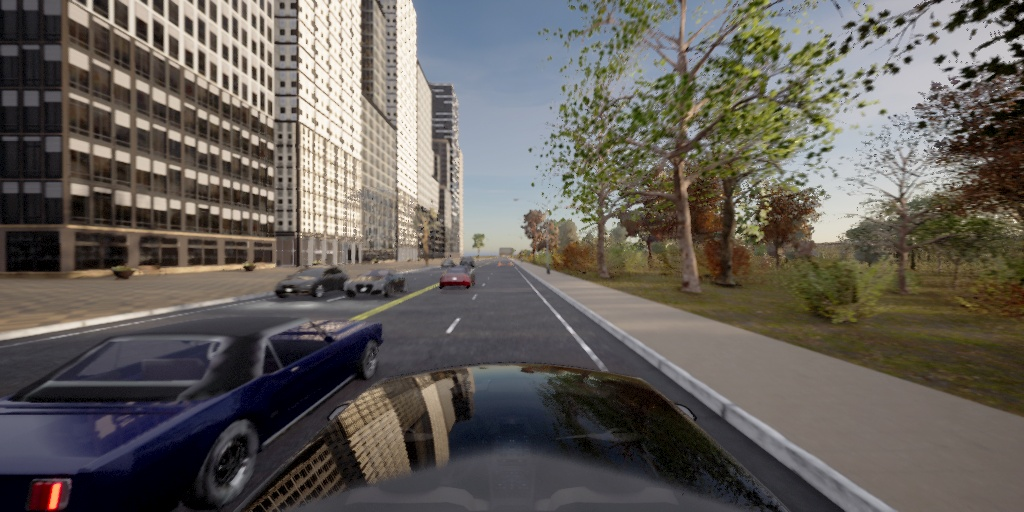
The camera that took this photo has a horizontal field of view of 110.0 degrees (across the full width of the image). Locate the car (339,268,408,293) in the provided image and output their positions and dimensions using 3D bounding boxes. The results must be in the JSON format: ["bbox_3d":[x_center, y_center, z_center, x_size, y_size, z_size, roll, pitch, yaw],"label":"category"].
[{"bbox_3d":[-6.809,1.335,18.426,1.994,1.385,4.181,0,0,-1],"label":"car"}]

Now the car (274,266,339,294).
[{"bbox_3d":[-10.062,1.288,18.513,1.837,1.490,4.892,0,0,-1],"label":"car"}]

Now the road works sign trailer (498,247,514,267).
[{"bbox_3d":[-1.088,0.203,64.677,2.380,3.560,2.880,0,0,-1],"label":"road works sign trailer"}]

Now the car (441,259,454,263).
[{"bbox_3d":[-10.779,1.266,60.364,2.128,1.511,4.902,0,0,-1],"label":"car"}]

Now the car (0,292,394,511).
[{"bbox_3d":[-3.167,1.362,4.272,1.895,1.301,4.718,0,0,0],"label":"car"}]

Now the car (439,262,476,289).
[{"bbox_3d":[-3.459,1.322,23.408,1.994,1.385,4.181,0,0,-1],"label":"car"}]

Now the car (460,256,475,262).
[{"bbox_3d":[-7.534,0.998,60.597,2.150,2.045,5.566,0,0,-1],"label":"car"}]
